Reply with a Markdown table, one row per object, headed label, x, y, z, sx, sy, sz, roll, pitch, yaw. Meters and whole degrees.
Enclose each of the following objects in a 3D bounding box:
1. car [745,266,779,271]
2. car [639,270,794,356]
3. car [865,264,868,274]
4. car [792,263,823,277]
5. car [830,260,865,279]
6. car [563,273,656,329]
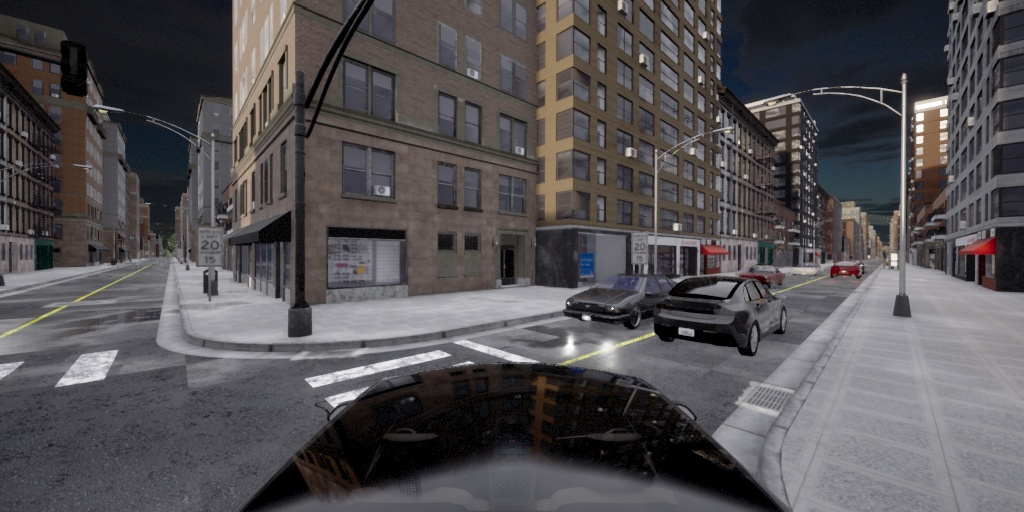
| label | x | y | z | sx | sy | sz | roll | pitch | yaw |
| --- | --- | --- | --- | --- | --- | --- | --- | --- | --- |
| car | 15.625 | 1.302 | 22.544 | 4.718 | 1.301 | 1.895 | 0 | 0 | -43 |
| car | 5.174 | 1.242 | 8.695 | 4.892 | 1.490 | 1.837 | 0 | 0 | -44 |
| car | 37.629 | 1.194 | 39.458 | 4.902 | 1.511 | 2.128 | 0 | 0 | -43 |
| car | 28.785 | 1.353 | 34.908 | 4.718 | 1.301 | 1.895 | 0 | 0 | -44 |
| car | 30.069 | 1.180 | 32.236 | 5.008 | 1.535 | 1.882 | 0 | 0 | -43 |
| car | 3.924 | 1.267 | 11.441 | 5.357 | 1.411 | 2.033 | 0 | 0 | -44 |
